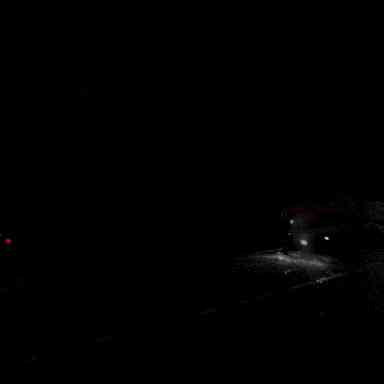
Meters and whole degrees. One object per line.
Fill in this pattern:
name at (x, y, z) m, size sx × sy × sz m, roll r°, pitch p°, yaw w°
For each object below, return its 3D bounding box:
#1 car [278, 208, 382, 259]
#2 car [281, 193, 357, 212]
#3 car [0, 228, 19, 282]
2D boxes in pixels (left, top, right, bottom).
car at (5.336, 1.504, 12.459) m, size 4.181 × 1.385 × 1.994 m, roll -1°, pitch 0°, yaw -39°
car at (7.080, 1.110, 18.344) m, size 5.566 × 2.045 × 2.150 m, roll -1°, pitch 0°, yaw -41°
car at (-6.670, 1.353, 7.781) m, size 4.553 × 1.767 × 2.097 m, roll 0°, pitch 0°, yaw -35°
